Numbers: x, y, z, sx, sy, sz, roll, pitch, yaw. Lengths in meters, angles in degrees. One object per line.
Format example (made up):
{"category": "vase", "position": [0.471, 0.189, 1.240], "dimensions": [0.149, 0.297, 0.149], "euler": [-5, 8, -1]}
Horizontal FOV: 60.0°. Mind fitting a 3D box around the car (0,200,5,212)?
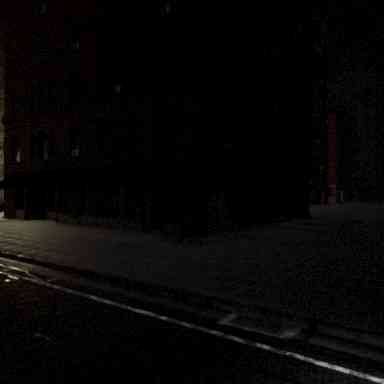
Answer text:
{"category": "car", "position": [-19.238, 1.528, 36.474], "dimensions": [1.947, 1.339, 4.313], "euler": [0, 0, 36]}
